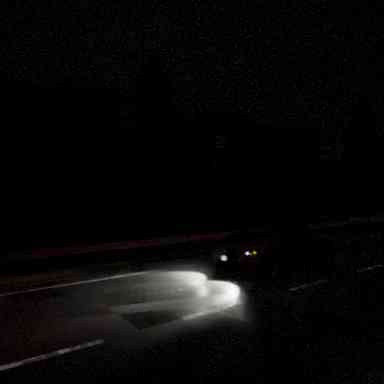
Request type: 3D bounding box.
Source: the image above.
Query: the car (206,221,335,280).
[{"bbox_3d":[2.471,1.594,10.120,4.181,1.385,1.994,0,0,-36],"label":"car"}]
